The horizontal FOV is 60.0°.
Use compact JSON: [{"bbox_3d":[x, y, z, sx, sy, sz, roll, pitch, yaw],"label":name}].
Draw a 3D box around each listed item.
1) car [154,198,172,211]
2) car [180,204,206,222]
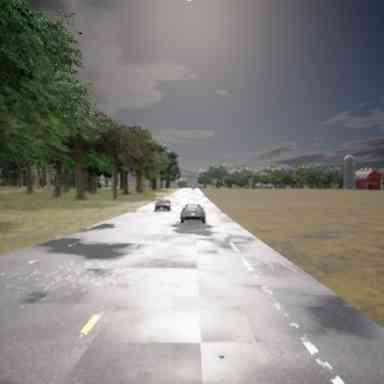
[{"bbox_3d":[-3.379,1.429,39.896,2.033,1.411,5.357,0,1,0],"label":"car"},{"bbox_3d":[0.077,1.617,26.808,1.994,1.385,4.181,0,0,0],"label":"car"}]
